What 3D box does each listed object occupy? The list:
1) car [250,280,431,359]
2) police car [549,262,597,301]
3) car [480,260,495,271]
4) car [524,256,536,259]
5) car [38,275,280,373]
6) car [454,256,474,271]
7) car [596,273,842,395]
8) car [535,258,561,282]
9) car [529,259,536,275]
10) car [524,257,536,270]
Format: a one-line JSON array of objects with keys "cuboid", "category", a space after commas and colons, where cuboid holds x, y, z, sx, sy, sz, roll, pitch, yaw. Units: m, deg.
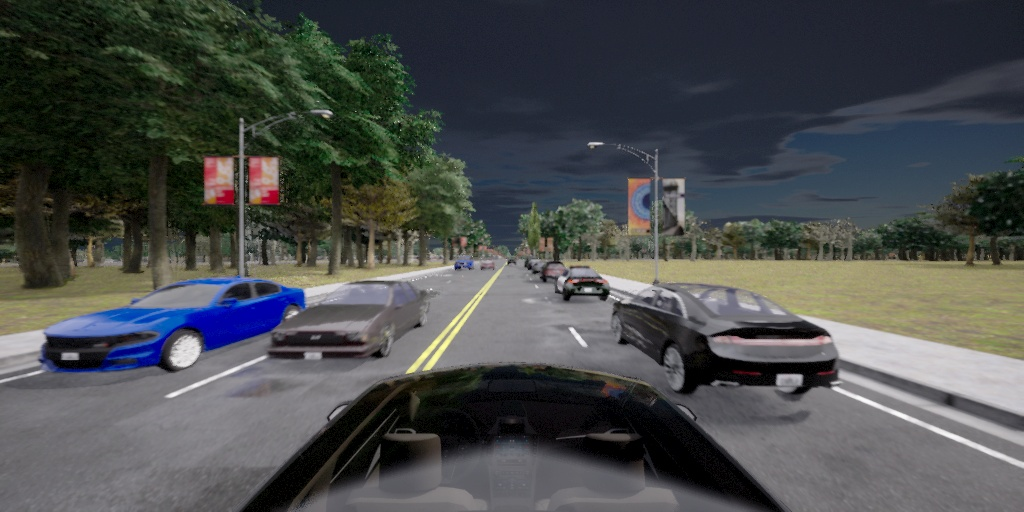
[{"cuboid": [-3.351, 1.297, 8.703, 2.033, 1.411, 5.357, 0, 0, 0], "category": "car"}, {"cuboid": [3.246, 1.256, 17.626, 2.038, 1.542, 4.974, 0, 0, 0], "category": "police car"}, {"cuboid": [-3.338, 1.278, 49.920, 1.812, 1.442, 4.674, 0, 0, 0], "category": "car"}, {"cuboid": [3.233, 0.980, 61.656, 2.150, 2.045, 5.566, 0, 0, 0], "category": "car"}, {"cuboid": [-6.601, 1.227, 7.854, 1.882, 1.535, 5.008, 0, 0, 0], "category": "car"}, {"cuboid": [-6.589, 0.974, 49.820, 2.150, 2.045, 5.566, 0, 0, 0], "category": "car"}, {"cuboid": [3.249, 1.242, 6.626, 2.128, 1.511, 4.902, 0, 0, 0], "category": "car"}, {"cuboid": [3.242, 1.181, 28.626, 2.033, 1.649, 4.856, 0, 0, 0], "category": "car"}, {"cuboid": [3.239, 1.315, 39.626, 1.994, 1.385, 4.181, 0, 0, 0], "category": "car"}, {"cuboid": [3.236, 1.258, 50.656, 2.163, 1.488, 4.792, 0, 0, 0], "category": "car"}]
